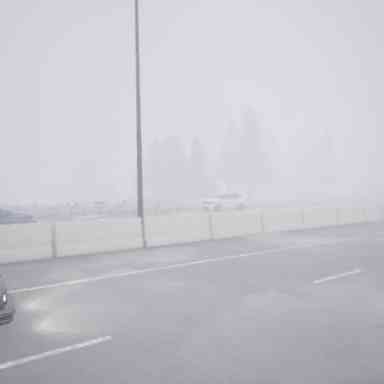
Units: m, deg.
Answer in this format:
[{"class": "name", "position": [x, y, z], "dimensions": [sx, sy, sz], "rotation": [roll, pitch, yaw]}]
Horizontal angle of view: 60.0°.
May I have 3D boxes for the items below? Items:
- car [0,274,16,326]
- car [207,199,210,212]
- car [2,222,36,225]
[{"class": "car", "position": [-5.346, 1.563, 4.251], "dimensions": [5.357, 1.411, 2.033], "rotation": [-1, 0, -35]}, {"class": "car", "position": [3.547, 1.098, 36.333], "dimensions": [5.566, 2.045, 2.150], "rotation": [0, 0, -35]}, {"class": "car", "position": [-11.200, 1.534, 17.498], "dimensions": [5.357, 1.411, 2.033], "rotation": [0, 0, -35]}]
